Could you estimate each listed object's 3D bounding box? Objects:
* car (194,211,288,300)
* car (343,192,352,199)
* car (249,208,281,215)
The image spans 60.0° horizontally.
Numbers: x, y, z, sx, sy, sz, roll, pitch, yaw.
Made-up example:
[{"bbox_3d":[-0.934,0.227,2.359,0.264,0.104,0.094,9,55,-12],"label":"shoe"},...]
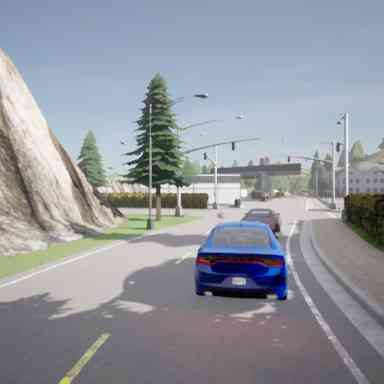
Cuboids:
[{"bbox_3d":[1.293,1.474,8.513,1.882,1.535,5.008,0,0,10],"label":"car"},{"bbox_3d":[40.213,1.040,83.014,3.866,1.878,1.905,0,0,19],"label":"car"},{"bbox_3d":[3.699,1.556,17.701,1.994,1.385,4.181,0,0,17],"label":"car"}]
